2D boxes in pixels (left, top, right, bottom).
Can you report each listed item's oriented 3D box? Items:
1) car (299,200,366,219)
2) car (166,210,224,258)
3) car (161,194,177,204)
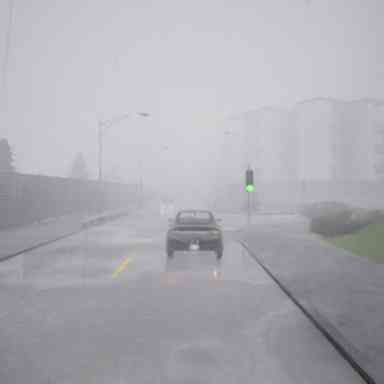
[{"bbox_3d":[10.458,1.369,24.635,4.892,1.490,1.837,0,-1,0],"label":"car"},{"bbox_3d":[0.109,1.423,12.345,2.128,1.511,4.902,0,0,1],"label":"car"},{"bbox_3d":[-4.052,1.195,56.408,1.837,1.490,4.892,0,0,1],"label":"car"}]
